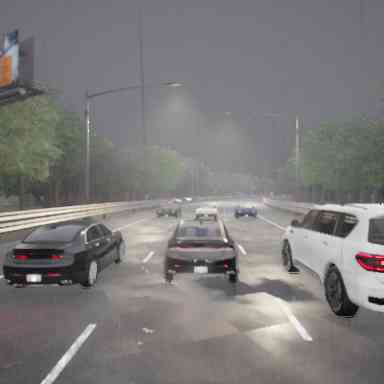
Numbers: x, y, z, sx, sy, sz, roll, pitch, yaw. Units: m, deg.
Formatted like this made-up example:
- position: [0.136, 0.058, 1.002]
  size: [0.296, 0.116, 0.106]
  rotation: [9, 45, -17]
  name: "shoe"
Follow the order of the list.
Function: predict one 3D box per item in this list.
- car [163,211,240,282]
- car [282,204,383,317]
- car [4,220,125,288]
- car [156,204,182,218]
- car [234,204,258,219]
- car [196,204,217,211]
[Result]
- position: [0.273, 1.546, 9.908]
  size: [2.128, 1.511, 4.902]
  rotation: [0, 0, 2]
  name: "car"
- position: [3.707, 1.266, 7.644]
  size: [2.150, 2.045, 5.566]
  rotation: [0, 0, 1]
  name: "car"
- position: [-3.241, 1.556, 9.388]
  size: [1.837, 1.490, 4.892]
  rotation: [0, 0, 2]
  name: "car"
- position: [-2.048, 1.777, 31.481]
  size: [1.895, 1.301, 4.718]
  rotation: [0, 0, 5]
  name: "car"
- position: [4.950, 1.778, 31.179]
  size: [1.895, 1.301, 4.718]
  rotation: [0, 0, 5]
  name: "car"
- position: [1.448, 1.777, 31.303]
  size: [1.895, 1.301, 4.718]
  rotation: [0, 0, 5]
  name: "car"
